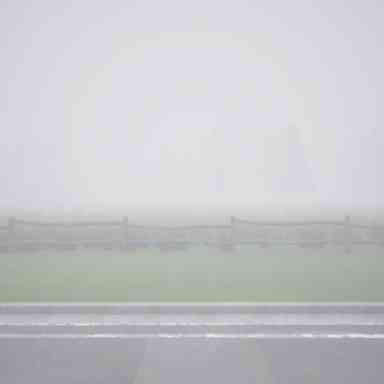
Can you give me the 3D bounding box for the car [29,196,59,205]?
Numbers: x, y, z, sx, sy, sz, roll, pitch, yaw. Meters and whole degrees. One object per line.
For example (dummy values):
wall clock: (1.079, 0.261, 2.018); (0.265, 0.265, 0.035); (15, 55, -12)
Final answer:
car: (-25.740, 1.482, 57.827); (4.605, 1.855, 1.932); (0, 0, 0)
